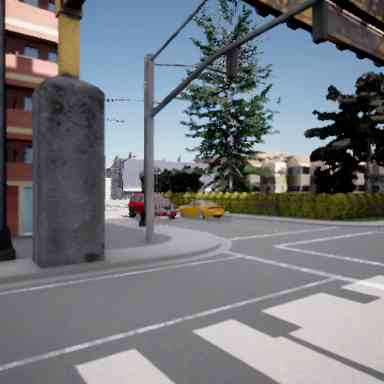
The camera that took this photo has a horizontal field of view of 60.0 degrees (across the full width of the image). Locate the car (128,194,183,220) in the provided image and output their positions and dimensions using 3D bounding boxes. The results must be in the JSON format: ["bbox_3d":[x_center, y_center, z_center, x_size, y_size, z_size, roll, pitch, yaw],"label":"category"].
[{"bbox_3d":[-3.362,1.205,27.507,2.150,2.045,5.566,0,0,-35],"label":"car"}]

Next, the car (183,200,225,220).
[{"bbox_3d":[0.657,1.457,28.221,1.882,1.535,5.008,0,0,-35],"label":"car"}]
